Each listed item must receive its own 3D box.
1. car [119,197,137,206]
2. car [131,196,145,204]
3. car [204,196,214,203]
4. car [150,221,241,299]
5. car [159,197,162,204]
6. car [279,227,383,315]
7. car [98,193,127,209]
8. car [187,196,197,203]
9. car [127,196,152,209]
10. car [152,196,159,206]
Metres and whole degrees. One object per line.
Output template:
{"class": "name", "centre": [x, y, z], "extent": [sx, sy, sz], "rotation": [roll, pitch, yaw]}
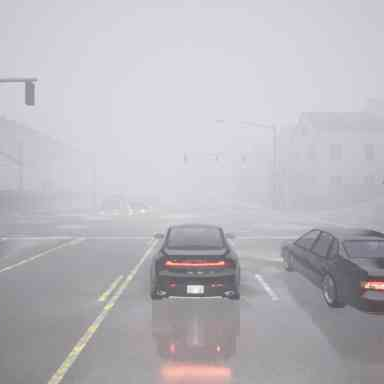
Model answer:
{"class": "car", "centre": [-10.587, 1.547, 55.221], "extent": [2.033, 1.411, 5.357], "rotation": [0, 0, 0]}
{"class": "car", "centre": [-10.533, 1.505, 65.412], "extent": [1.837, 1.490, 4.892], "rotation": [0, 0, 0]}
{"class": "car", "centre": [3.499, 1.545, 69.176], "extent": [2.033, 1.411, 5.357], "rotation": [0, 0, 0]}
{"class": "car", "centre": [0.075, 1.505, 8.410], "extent": [1.837, 1.490, 4.892], "rotation": [0, 0, 0]}
{"class": "car", "centre": [-7.038, 1.547, 65.055], "extent": [2.033, 1.411, 5.357], "rotation": [0, 0, 1]}
{"class": "car", "centre": [3.575, 1.547, 7.834], "extent": [2.033, 1.411, 5.357], "rotation": [0, 0, 0]}
{"class": "car", "centre": [-10.600, 1.221, 44.974], "extent": [2.150, 2.045, 5.566], "rotation": [0, 0, 0]}
{"class": "car", "centre": [0.001, 1.547, 69.176], "extent": [2.033, 1.411, 5.357], "rotation": [0, 0, 0]}
{"class": "car", "centre": [-7.098, 1.477, 45.189], "extent": [1.882, 1.535, 5.008], "rotation": [0, 0, 0]}
{"class": "car", "centre": [-7.090, 1.505, 54.644], "extent": [1.837, 1.490, 4.892], "rotation": [0, 0, 0]}
